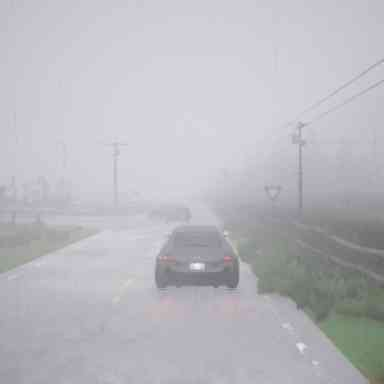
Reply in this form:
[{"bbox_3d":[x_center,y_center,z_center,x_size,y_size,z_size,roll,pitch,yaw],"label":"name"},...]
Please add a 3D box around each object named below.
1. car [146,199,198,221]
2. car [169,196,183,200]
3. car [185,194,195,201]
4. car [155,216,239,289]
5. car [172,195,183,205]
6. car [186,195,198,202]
[{"bbox_3d":[-1.901,1.554,25.370,2.128,1.511,4.902,1,0,-30],"label":"car"},{"bbox_3d":[-2.839,1.642,50.575,1.837,1.490,4.892,0,0,1],"label":"car"},{"bbox_3d":[-0.446,1.416,83.518,2.097,1.767,4.553,0,0,-5],"label":"car"},{"bbox_3d":[0.125,1.590,9.264,1.994,1.385,4.181,0,0,0],"label":"car"},{"bbox_3d":[-2.790,1.533,65.960,2.097,1.767,4.553,0,0,-1],"label":"car"},{"bbox_3d":[0.173,1.547,73.457,2.097,1.767,4.553,0,0,-3],"label":"car"}]
